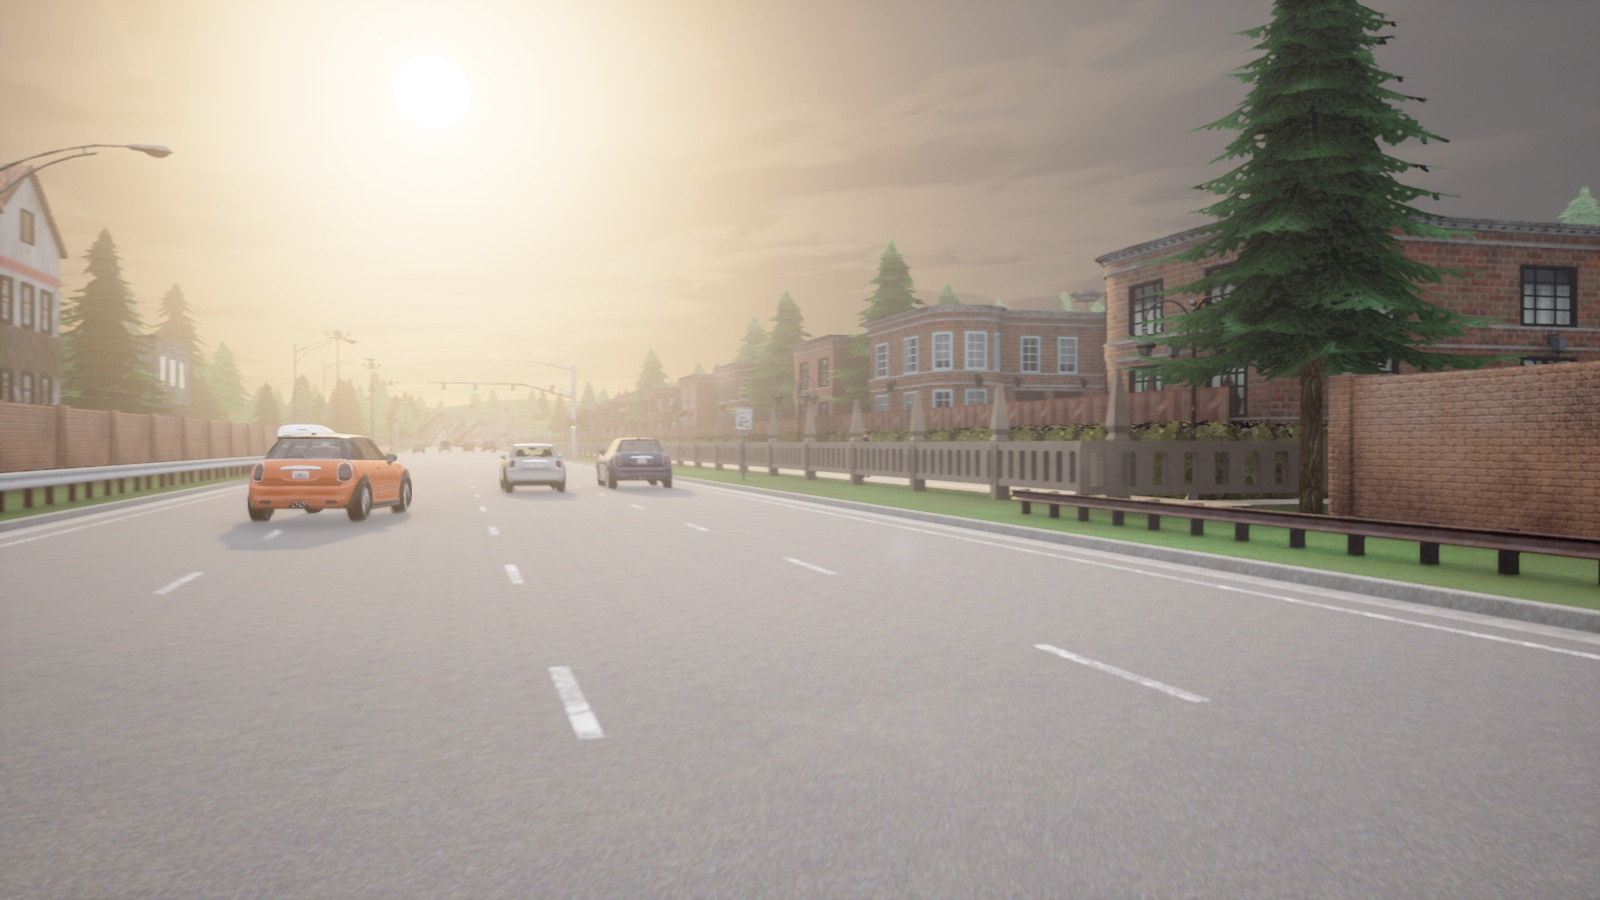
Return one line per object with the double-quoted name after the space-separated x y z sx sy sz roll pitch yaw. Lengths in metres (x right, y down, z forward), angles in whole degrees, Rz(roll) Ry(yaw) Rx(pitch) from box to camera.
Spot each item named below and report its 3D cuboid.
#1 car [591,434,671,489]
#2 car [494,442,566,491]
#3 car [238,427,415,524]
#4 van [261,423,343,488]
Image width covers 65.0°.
-5.817 0.365 42.797 2.097 1.767 4.553 0 0 -16 "car"
-8.572 0.485 39.651 1.970 1.475 3.806 0 0 -16 "car"
-9.405 0.455 25.393 2.097 1.767 4.553 0 0 -3 "car"
-16.319 0.214 41.372 2.069 2.038 4.480 0 -1 -16 "van"
